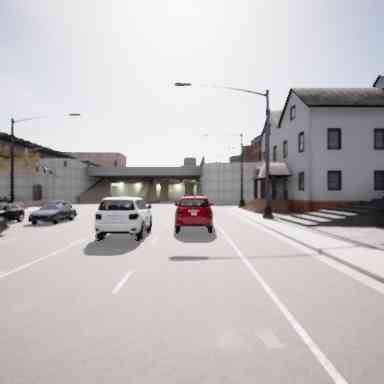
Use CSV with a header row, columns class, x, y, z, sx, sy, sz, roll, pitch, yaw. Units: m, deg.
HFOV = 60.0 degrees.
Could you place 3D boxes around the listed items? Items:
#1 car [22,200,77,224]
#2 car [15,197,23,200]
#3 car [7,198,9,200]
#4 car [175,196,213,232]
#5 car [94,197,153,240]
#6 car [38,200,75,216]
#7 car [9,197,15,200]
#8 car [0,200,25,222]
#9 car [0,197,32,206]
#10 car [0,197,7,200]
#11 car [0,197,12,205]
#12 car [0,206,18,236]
class,x,y,z,sx,sy,sz,roll,pitch,yaw
car,-10.522,1.633,25.603,2.033,1.411,5.357,0,0,0
car,-32.458,1.516,61.189,1.853,1.218,4.536,0,0,29
car,-31.639,1.645,51.259,2.038,1.542,4.974,0,0,44
car,0.111,1.272,20.453,2.150,2.045,5.566,0,0,0
car,-3.392,1.271,17.315,2.150,2.045,5.566,0,0,0
car,-13.980,1.620,34.657,1.837,1.490,4.892,0,0,0
car,-31.647,1.658,55.867,2.038,1.542,4.974,0,0,-36
car,-14.033,1.593,24.242,1.837,1.490,4.892,0,0,0
car,-32.433,1.673,61.234,2.038,1.542,4.974,0,0,29
car,-31.675,1.488,51.222,1.853,1.218,4.536,0,0,44
car,-31.678,1.500,55.909,1.853,1.218,4.536,0,0,-36
car,-10.583,1.605,15.313,2.033,1.411,5.357,0,0,0
